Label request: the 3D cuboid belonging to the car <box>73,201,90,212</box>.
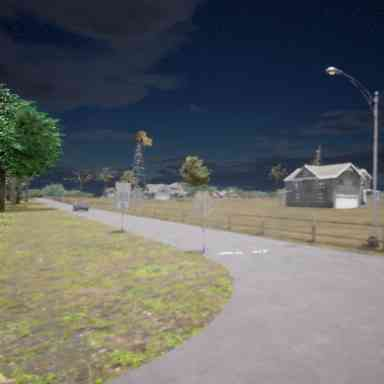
[{"bbox_3d":[-16.671,2.130,49.940,1.837,1.490,4.892,3,-2,-27],"label":"car"}]
